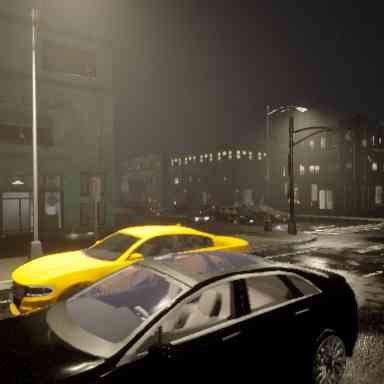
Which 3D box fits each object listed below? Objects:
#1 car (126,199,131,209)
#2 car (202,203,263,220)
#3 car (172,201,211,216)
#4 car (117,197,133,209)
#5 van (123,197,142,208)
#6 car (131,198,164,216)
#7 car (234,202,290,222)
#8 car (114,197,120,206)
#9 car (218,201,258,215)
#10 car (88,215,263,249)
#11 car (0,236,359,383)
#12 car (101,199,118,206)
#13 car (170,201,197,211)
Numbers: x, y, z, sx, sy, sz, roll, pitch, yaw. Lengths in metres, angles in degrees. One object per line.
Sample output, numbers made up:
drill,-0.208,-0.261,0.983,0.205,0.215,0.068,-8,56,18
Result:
car,-6.392,1.998,44.358,2.033,1.411,5.357,-1,0,-35
car,3.108,1.814,26.302,1.947,1.339,4.313,-2,0,-35
car,-0.295,1.896,35.756,1.994,1.385,4.181,-1,0,-37
car,-10.210,2.066,55.224,1.812,1.442,4.674,-1,0,-35
van,-10.856,1.906,60.577,1.690,1.788,3.998,-1,0,-35
car,-4.842,1.846,37.678,1.967,1.590,4.097,-1,0,-35
car,5.514,1.764,27.614,2.033,1.411,5.357,-1,0,-36
car,-14.066,1.939,65.087,2.192,1.841,5.009,-1,0,-35
car,5.197,1.809,38.030,2.008,1.369,4.403,-2,0,-35
car,-0.973,1.477,6.996,5.008,1.535,1.882,0,0,-36
car,-0.135,1.492,3.588,4.902,1.511,2.128,0,0,-35
car,-17.270,2.227,69.596,1.887,1.381,4.507,-1,0,-35
car,-1.221,1.965,47.049,1.802,1.307,4.206,-2,0,-35
